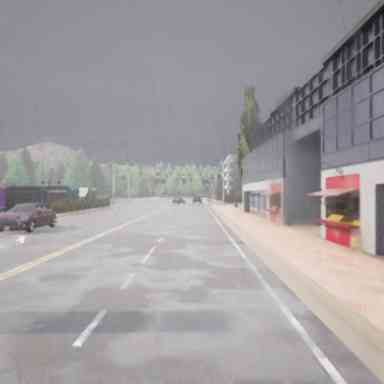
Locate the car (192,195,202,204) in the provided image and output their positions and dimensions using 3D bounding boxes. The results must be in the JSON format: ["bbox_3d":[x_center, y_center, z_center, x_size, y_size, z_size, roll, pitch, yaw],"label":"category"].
[{"bbox_3d":[1.182,1.713,79.283,2.150,2.045,5.566,0,0,1],"label":"car"}]

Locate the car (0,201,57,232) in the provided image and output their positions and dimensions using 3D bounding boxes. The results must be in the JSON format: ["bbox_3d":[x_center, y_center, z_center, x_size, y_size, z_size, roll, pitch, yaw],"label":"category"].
[{"bbox_3d":[-10.309,1.483,20.862,2.097,1.767,4.553,0,0,1],"label":"car"}]

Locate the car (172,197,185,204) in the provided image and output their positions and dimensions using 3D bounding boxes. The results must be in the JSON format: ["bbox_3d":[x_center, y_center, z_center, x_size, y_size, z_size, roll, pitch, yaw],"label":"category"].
[{"bbox_3d":[-3.193,2.024,78.958,1.812,1.442,4.674,0,0,22],"label":"car"}]
